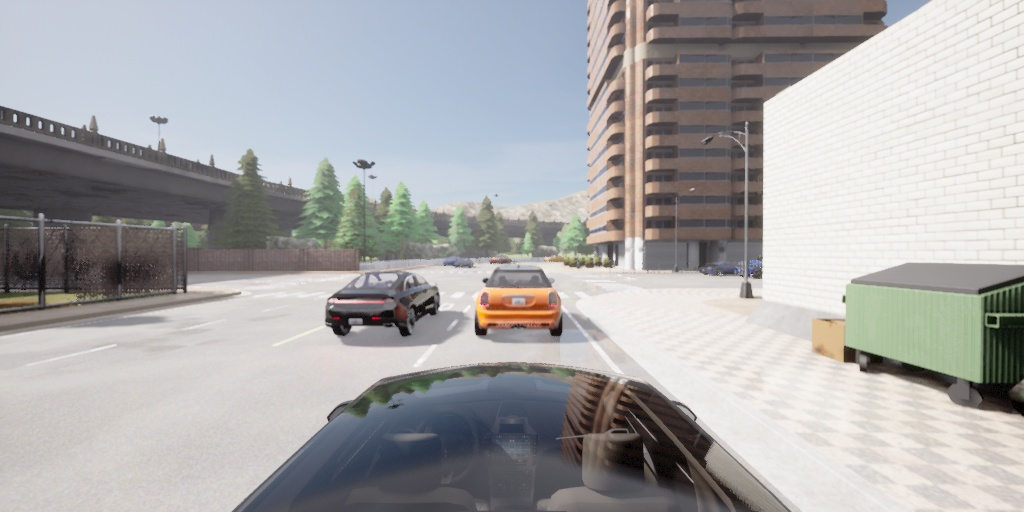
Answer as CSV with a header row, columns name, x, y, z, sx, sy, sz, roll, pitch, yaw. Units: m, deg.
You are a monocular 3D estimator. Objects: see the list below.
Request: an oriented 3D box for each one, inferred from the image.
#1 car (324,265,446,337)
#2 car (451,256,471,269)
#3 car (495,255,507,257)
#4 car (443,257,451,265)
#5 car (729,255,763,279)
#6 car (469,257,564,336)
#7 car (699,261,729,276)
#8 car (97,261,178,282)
name,x,y,z,sx,sy,sz,roll,pitch,yaw
car,-3.321,1.177,10.116,2.128,1.511,4.902,0,0,1
car,-6.344,0.962,47.425,1.994,1.385,4.181,0,0,3
car,-2.138,0.867,64.204,1.895,1.301,4.718,0,0,30
car,-8.970,0.816,55.177,1.882,1.535,5.008,0,0,12
car,21.317,0.809,29.225,5.566,2.045,2.150,0,0,1
car,0.181,1.036,10.284,2.097,1.767,4.553,0,0,1
car,19.480,1.124,32.755,4.181,1.385,1.994,0,0,1
car,-27.294,1.128,26.179,4.892,1.490,1.837,0,0,1
